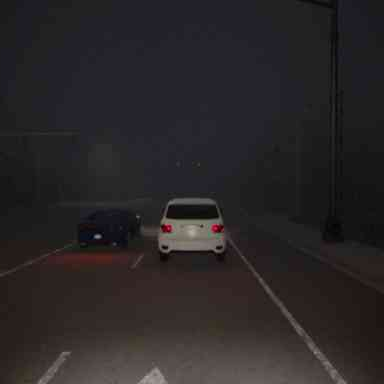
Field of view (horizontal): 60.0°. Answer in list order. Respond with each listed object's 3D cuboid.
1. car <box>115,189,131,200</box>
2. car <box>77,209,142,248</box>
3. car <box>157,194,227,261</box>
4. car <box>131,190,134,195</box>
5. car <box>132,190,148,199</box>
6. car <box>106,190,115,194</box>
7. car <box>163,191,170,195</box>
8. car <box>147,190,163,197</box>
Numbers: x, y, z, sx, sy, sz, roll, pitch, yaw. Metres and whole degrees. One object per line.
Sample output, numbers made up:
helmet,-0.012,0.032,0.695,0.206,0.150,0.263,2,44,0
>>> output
car,-14.284,0.468,69.137,2.150,2.045,5.566,0,1,-11
car,-3.446,1.470,14.700,1.882,1.535,5.008,0,0,0
car,0.036,1.223,12.403,2.150,2.045,5.566,0,0,1
car,-17.525,0.124,85.146,2.033,1.411,5.357,-1,1,-35
car,-11.129,0.805,71.054,1.895,1.301,4.718,0,1,-14
car,-20.620,0.137,83.462,1.812,1.442,4.674,-1,1,-35
car,-7.763,0.491,89.407,1.895,1.301,4.718,-1,1,-32
car,-10.399,0.477,87.041,2.033,1.411,5.357,-1,1,-32
